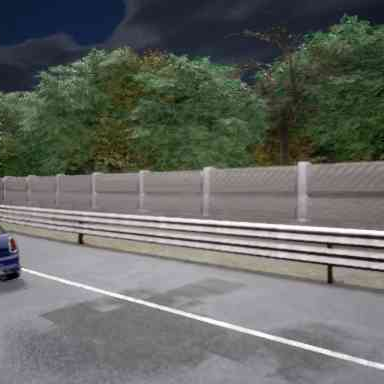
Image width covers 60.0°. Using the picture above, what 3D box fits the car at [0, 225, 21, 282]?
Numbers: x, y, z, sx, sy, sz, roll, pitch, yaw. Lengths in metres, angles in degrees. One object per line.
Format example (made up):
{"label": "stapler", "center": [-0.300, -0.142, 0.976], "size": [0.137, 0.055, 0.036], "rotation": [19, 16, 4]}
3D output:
{"label": "car", "center": [-6.393, 1.309, 8.495], "size": [4.553, 1.767, 2.097], "rotation": [0, 0, 36]}
